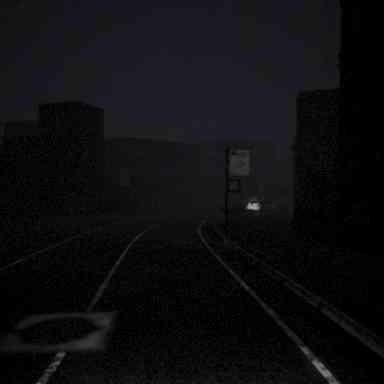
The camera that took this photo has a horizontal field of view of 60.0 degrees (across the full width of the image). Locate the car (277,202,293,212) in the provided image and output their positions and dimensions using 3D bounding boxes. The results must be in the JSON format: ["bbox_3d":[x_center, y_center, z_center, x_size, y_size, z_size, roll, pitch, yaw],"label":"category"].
[{"bbox_3d":[14.623,2.689,56.530,4.892,1.490,1.837,3,1,-44],"label":"car"}]

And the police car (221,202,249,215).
[{"bbox_3d":[5.542,2.157,44.610,1.930,1.638,5.238,2,0,28],"label":"police car"}]

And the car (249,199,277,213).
[{"bbox_3d":[10.786,2.217,52.385,2.150,2.045,5.566,3,0,39],"label":"car"}]
